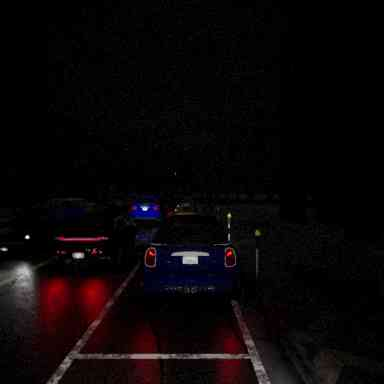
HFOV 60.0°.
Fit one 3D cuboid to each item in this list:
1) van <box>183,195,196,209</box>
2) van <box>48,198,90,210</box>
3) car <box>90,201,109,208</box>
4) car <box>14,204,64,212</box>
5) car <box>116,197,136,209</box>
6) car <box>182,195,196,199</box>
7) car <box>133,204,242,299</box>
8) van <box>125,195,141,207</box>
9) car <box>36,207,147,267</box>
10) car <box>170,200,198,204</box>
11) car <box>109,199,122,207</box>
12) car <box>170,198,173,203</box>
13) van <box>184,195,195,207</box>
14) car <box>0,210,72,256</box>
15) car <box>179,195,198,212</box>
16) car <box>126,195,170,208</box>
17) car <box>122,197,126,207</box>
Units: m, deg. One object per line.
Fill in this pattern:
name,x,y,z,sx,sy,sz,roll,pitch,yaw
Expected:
van,-0.384,1.353,45.324,1.690,1.788,3.998,0,0,0
van,-8.909,1.344,23.573,1.690,1.788,3.998,0,0,0
car,-8.909,1.530,28.841,1.752,1.417,4.829,0,0,0
car,-8.909,1.567,18.136,1.947,1.339,4.313,0,0,0
car,-8.910,1.452,45.324,1.967,1.590,4.097,0,0,0
car,-0.384,1.446,34.448,1.967,1.590,4.097,0,0,0
car,-0.032,1.353,8.620,2.097,1.767,4.553,0,0,0
van,-8.910,1.355,50.762,1.690,1.788,3.998,0,0,0
car,-3.047,1.491,11.354,2.128,1.511,4.902,0,0,0
car,-0.384,1.528,23.743,1.752,1.417,4.829,0,0,0
car,-8.909,1.572,34.448,1.947,1.339,4.313,0,0,0
car,-3.046,1.500,41.945,2.128,1.511,4.902,0,0,0
van,-0.384,1.355,50.761,1.690,1.788,3.998,0,0,0
car,-6.246,1.601,13.287,1.895,1.301,4.718,0,0,0
car,-0.384,1.324,39.886,2.192,1.841,5.009,0,0,0
car,-3.147,1.226,24.853,2.150,2.045,5.566,0,0,0
car,-8.909,1.534,39.716,1.752,1.417,4.829,0,0,0
